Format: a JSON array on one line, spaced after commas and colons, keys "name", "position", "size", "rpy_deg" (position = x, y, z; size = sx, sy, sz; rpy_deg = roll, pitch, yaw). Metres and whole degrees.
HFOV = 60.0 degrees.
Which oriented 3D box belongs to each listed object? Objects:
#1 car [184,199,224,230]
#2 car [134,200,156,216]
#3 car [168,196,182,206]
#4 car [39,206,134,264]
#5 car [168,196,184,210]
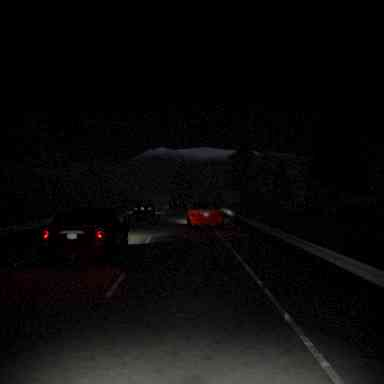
[{"name": "car", "position": [0.736, 1.320, 21.183], "size": [2.097, 1.767, 4.553], "rpy_deg": [0, 0, -3]}, {"name": "car", "position": [-4.483, 1.504, 31.548], "size": [2.033, 1.411, 5.357], "rpy_deg": [0, 0, -4]}, {"name": "car", "position": [-2.859, 1.471, 53.937], "size": [2.033, 1.411, 5.357], "rpy_deg": [0, 0, -5]}, {"name": "car", "position": [-3.603, 1.336, 11.969], "size": [2.097, 1.767, 4.553], "rpy_deg": [0, 0, -1]}, {"name": "car", "position": [-1.834, 1.292, 42.188], "size": [2.097, 1.767, 4.553], "rpy_deg": [0, 0, -4]}]
